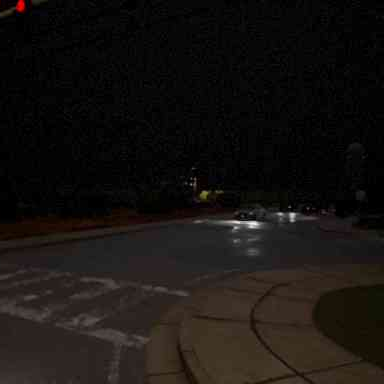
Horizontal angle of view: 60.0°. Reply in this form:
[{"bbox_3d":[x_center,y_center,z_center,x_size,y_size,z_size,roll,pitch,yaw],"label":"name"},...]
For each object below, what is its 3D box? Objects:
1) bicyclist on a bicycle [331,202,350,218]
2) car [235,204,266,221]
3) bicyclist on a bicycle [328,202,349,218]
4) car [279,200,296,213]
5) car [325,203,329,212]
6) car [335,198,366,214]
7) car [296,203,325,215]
[{"bbox_3d":[14.761,1.802,33.148,1.656,1.620,0.582,0,-1,9],"label":"bicyclist on a bicycle"},{"bbox_3d":[5.460,1.843,30.847,1.812,1.442,4.674,0,-1,27],"label":"car"},{"bbox_3d":[14.237,1.803,32.805,1.656,1.620,0.582,-1,0,16],"label":"bicyclist on a bicycle"},{"bbox_3d":[13.447,1.950,46.098,1.837,1.490,4.892,0,-1,27],"label":"car"},{"bbox_3d":[19.234,2.221,49.656,1.895,1.301,4.718,0,-1,28],"label":"car"},{"bbox_3d":[19.510,1.689,41.137,1.905,1.878,3.866,-5,-1,-15],"label":"car"},{"bbox_3d":[14.593,1.989,40.617,2.033,1.411,5.357,0,-1,28],"label":"car"}]
